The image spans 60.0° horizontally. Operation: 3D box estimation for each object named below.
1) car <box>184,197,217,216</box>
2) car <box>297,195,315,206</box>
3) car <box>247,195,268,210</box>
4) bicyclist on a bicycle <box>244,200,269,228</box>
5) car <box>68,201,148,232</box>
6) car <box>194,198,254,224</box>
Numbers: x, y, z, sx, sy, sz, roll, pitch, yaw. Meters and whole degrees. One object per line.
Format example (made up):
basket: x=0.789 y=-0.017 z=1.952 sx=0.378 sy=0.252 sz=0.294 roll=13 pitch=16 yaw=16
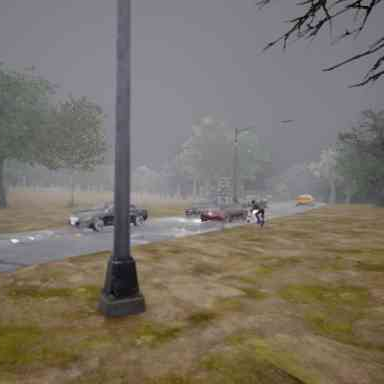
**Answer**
car: x=1.229 y=1.183 z=27.258 sx=1.837 sy=1.490 sz=4.892 roll=1 pitch=2 yaw=33
car: x=15.648 y=1.117 z=45.499 sx=1.882 sy=1.535 sz=5.008 roll=1 pitch=0 yaw=27
car: x=6.811 y=1.075 z=35.992 sx=1.837 sy=1.490 sz=4.892 roll=1 pitch=1 yaw=31
bicyclist on a bicycle: x=3.779 y=1.299 z=19.647 sx=1.656 sy=1.620 sz=0.582 roll=-1 pitch=0 yaw=36
car: x=-4.664 y=1.298 z=19.111 sx=2.128 sy=1.511 sz=4.902 roll=2 pitch=2 yaw=37
car: x=2.337 y=1.345 z=23.212 sx=1.994 sy=1.385 sz=4.181 roll=1 pitch=2 yaw=35
